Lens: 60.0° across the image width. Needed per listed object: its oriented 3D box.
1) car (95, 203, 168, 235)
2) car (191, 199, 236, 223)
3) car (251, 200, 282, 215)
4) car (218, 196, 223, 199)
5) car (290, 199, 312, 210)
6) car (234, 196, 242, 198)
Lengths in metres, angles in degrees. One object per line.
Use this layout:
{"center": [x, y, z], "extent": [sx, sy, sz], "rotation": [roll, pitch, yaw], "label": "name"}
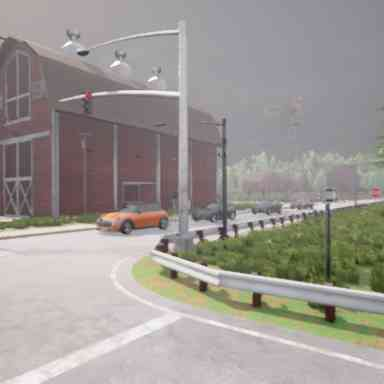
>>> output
{"center": [-3.514, 1.461, 19.949], "extent": [2.097, 1.767, 4.553], "rotation": [0, 0, 37], "label": "car"}
{"center": [1.857, 1.613, 27.198], "extent": [1.837, 1.490, 4.892], "rotation": [0, 0, 37], "label": "car"}
{"center": [8.053, 1.613, 35.556], "extent": [1.837, 1.490, 4.892], "rotation": [0, 0, 37], "label": "car"}
{"center": [5.712, 1.767, 78.358], "extent": [1.816, 1.474, 4.193], "rotation": [0, 0, 36], "label": "car"}
{"center": [14.656, 1.634, 44.402], "extent": [1.812, 1.442, 4.674], "rotation": [0, 0, 37], "label": "car"}
{"center": [12.279, 1.790, 89.485], "extent": [1.784, 1.438, 3.905], "rotation": [0, 0, 36], "label": "car"}
